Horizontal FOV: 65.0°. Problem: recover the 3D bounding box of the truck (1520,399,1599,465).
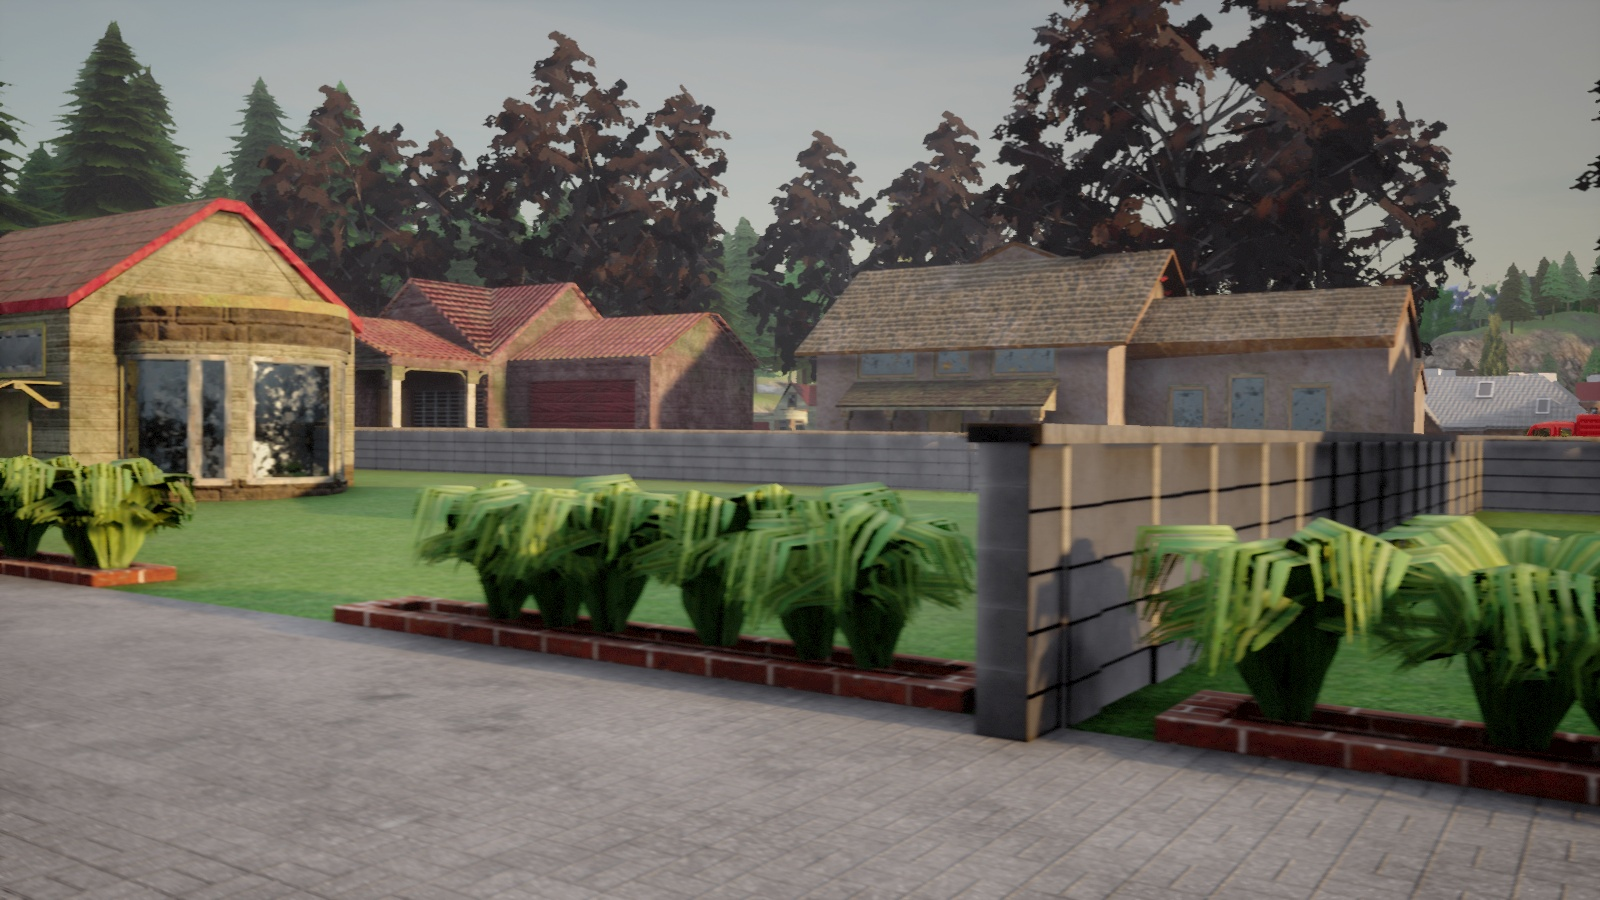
[{"bbox_3d":[30.668,-0.689,48.075,5.204,2.467,2.627,0,1,34],"label":"truck"}]
